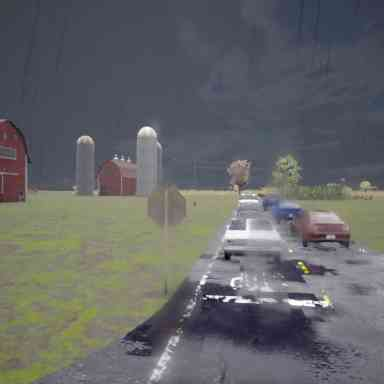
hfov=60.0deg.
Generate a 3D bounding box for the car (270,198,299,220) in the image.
[{"bbox_3d":[7.232,1.479,25.235,1.882,1.535,5.008,0,0,9],"label":"car"}]

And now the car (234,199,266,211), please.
[{"bbox_3d":[4.223,1.505,24.516,1.837,1.490,4.892,0,0,9],"label":"car"}]

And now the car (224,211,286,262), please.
[{"bbox_3d":[2.188,1.602,12.388,1.895,1.301,4.718,0,0,8],"label":"car"}]

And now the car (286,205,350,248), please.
[{"bbox_3d":[5.577,1.528,14.823,1.812,1.442,4.674,0,0,8],"label":"car"}]

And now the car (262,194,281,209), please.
[{"bbox_3d":[10.099,1.216,42.029,2.150,2.045,5.566,0,0,10],"label":"car"}]

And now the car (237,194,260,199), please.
[{"bbox_3d":[6.258,1.213,36.810,2.150,2.045,5.566,0,1,9],"label":"car"}]
